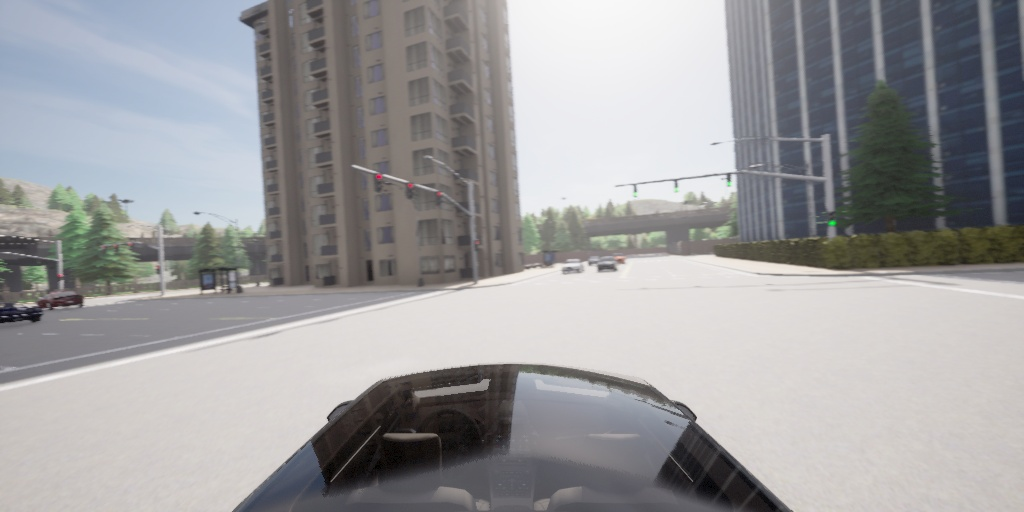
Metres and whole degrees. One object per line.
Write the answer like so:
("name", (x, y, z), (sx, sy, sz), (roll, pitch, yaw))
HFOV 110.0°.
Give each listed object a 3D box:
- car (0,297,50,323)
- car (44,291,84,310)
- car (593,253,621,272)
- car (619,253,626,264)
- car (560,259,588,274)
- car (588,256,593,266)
("car", (-28.626, 3.242, 19.989), (4.718, 1.301, 1.895), (-4, 0, 19))
("car", (-40.159, 3.902, 31.877), (5.008, 1.535, 1.882), (-4, 0, 26))
("car", (9.809, 0.823, 36.847), (1.837, 1.490, 4.892), (-4, 0, 20))
("car", (16.377, 0.354, 55.349), (2.097, 1.767, 4.553), (-4, 0, 19))
("car", (6.454, 1.059, 37.834), (1.812, 1.442, 4.674), (-4, 0, 20))
("car", (13.055, 0.743, 56.405), (1.812, 1.442, 4.674), (-4, 0, 19))
